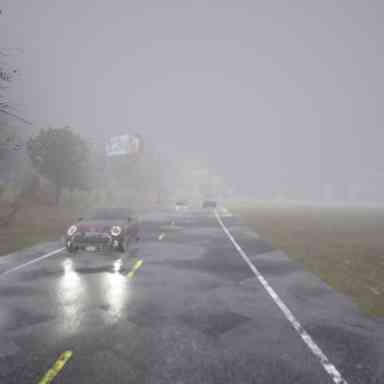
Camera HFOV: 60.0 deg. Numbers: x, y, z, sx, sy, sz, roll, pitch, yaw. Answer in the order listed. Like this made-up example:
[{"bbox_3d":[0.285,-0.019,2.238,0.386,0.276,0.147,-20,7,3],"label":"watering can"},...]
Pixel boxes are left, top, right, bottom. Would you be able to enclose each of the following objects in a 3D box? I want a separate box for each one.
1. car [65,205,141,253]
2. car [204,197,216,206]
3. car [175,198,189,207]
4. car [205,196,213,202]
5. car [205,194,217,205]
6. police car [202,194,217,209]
[{"bbox_3d":[-3.449,1.366,13.720,2.097,1.767,4.553,0,0,1],"label":"car"},{"bbox_3d":[3.109,1.594,56.567,1.882,1.535,5.008,0,0,4],"label":"car"},{"bbox_3d":[-1.615,1.654,54.949,2.033,1.411,5.357,0,0,5],"label":"car"},{"bbox_3d":[4.202,1.695,81.457,1.812,1.442,4.674,0,-1,6],"label":"car"},{"bbox_3d":[3.565,1.380,62.562,2.150,2.045,5.566,0,0,5],"label":"car"},{"bbox_3d":[2.460,1.493,46.732,1.930,1.638,5.238,0,0,3],"label":"police car"}]
